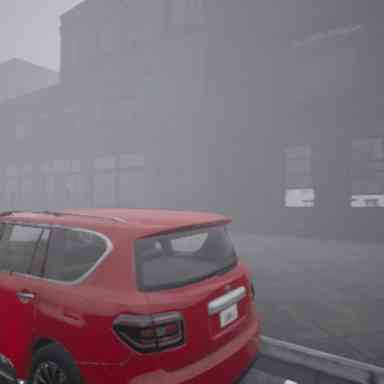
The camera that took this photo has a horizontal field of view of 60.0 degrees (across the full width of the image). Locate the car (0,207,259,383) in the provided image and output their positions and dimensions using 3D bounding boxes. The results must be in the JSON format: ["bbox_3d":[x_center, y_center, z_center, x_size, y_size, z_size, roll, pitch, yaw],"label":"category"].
[{"bbox_3d":[-1.844,1.234,4.633,5.566,2.045,2.435,0,0,36],"label":"car"}]
